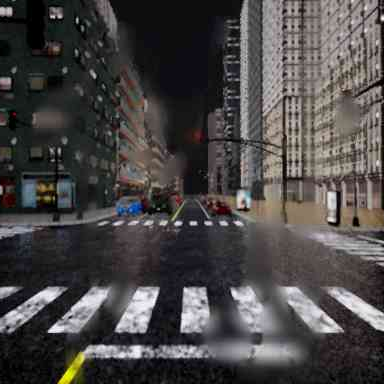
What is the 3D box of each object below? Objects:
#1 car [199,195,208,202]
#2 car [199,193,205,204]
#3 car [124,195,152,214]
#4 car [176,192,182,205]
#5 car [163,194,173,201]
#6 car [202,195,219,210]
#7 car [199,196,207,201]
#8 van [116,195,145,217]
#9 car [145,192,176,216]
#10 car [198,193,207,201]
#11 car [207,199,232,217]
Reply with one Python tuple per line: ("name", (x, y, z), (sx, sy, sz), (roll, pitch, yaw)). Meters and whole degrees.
("car", (2.607, 1.493, 74.657), (1.887, 1.381, 4.507), (0, 0, 0))
("car", (2.628, 1.392, 58.074), (1.967, 1.590, 4.097), (0, 0, 0))
("car", (-5.724, 1.281, 35.954), (2.192, 1.841, 5.009), (0, 0, 0))
("car", (-3.072, 1.102, 59.658), (2.150, 2.045, 5.566), (0, 0, 0))
("car", (-5.780, 1.388, 80.175), (1.967, 1.590, 4.097), (0, 0, 0))
("car", (2.649, 1.402, 41.492), (1.967, 1.590, 4.097), (0, 0, 0))
("car", (2.600, 1.530, 80.185), (1.802, 1.307, 4.206), (0, 0, 0))
("van", (-5.718, 1.312, 30.427), (1.690, 1.788, 3.998), (0, 0, 0))
("car", (-3.039, 1.210, 33.084), (2.150, 2.045, 5.566), (0, 0, 0))
("car", (2.594, 1.262, 85.712), (2.192, 1.841, 5.009), (0, 0, 0))
("car", (2.661, 1.552, 30.436), (1.802, 1.307, 4.206), (0, 0, 0))
